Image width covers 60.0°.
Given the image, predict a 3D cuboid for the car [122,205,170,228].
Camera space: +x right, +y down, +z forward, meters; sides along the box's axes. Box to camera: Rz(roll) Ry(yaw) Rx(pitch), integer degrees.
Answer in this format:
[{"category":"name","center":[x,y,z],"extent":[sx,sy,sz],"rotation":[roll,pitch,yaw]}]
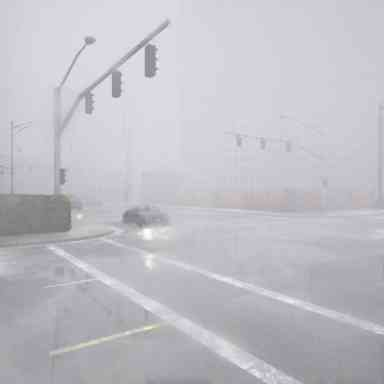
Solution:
[{"category":"car","center":[-3.136,1.564,22.286],"extent":[1.994,1.385,4.181],"rotation":[0,0,-32]}]

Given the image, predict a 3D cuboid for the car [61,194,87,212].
[{"category":"car","center":[-14.442,1.220,38.598],"extent":[2.150,2.045,5.566],"rotation":[0,0,-35]}]

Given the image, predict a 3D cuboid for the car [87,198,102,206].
[{"category":"car","center":[-15.991,1.564,53.304],"extent":[1.994,1.385,4.181],"rotation":[0,0,-35]}]
